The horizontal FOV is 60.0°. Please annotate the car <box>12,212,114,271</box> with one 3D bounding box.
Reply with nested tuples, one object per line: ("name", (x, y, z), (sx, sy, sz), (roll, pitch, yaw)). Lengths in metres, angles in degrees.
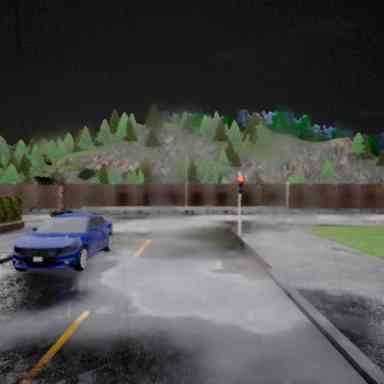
("car", (-4.000, 1.480, 11.129), (1.882, 1.535, 5.008), (0, 0, 0))
